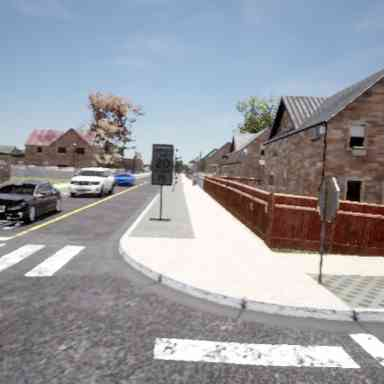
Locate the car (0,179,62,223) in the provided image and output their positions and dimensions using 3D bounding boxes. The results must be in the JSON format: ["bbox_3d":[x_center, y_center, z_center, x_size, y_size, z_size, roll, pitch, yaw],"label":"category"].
[{"bbox_3d":[-6.814,0.278,13.565,1.837,1.490,4.892,2,4,-4],"label":"car"}]

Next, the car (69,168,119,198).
[{"bbox_3d":[-7.263,-0.768,24.719,2.150,2.045,5.566,2,4,-1],"label":"car"}]

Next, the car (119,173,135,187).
[{"bbox_3d":[-7.805,-1.486,38.938,1.882,1.535,5.008,2,4,-2],"label":"car"}]
